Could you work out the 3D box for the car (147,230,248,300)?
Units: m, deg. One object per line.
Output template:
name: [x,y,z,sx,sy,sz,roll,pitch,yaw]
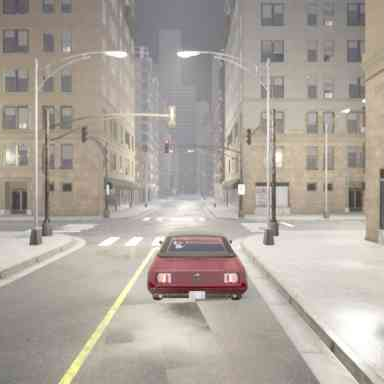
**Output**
car: [0.090,1.599,8.304,1.895,1.301,4.718,0,0,0]
